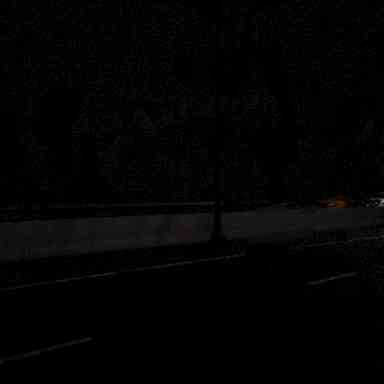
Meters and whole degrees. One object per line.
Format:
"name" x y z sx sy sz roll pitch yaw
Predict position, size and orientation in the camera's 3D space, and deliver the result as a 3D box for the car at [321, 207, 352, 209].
"car" 16.956 1.258 38.436 5.008 1.535 1.882 0 1 -28
